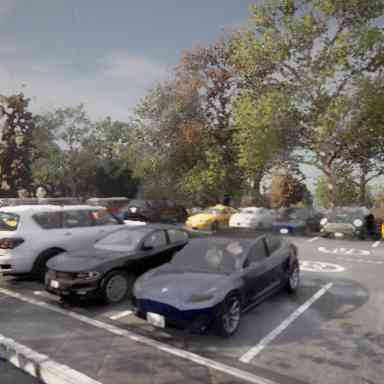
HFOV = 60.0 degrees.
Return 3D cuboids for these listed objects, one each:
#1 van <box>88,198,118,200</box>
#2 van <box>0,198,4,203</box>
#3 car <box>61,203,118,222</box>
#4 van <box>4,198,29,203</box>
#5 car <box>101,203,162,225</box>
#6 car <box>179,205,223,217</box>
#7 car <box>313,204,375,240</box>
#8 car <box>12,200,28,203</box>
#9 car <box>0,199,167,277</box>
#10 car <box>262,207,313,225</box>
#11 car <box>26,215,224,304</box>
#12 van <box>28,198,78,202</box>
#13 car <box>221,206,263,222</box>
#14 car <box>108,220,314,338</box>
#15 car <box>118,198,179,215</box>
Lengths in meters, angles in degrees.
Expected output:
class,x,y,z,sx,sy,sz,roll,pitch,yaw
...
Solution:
class,x,y,z,sx,sy,sz,roll,pitch,yaw
van,-7.159,1.530,29.504,1.878,1.987,4.442,-1,0,36
van,-20.618,1.756,39.031,1.878,1.987,4.442,-1,-1,36
car,-9.447,1.811,31.065,2.163,1.488,4.792,-1,0,36
van,-18.243,1.711,37.587,1.878,1.987,4.442,-1,-1,36
car,-4.904,1.761,27.680,2.163,1.488,4.792,-1,0,36
car,1.716,1.668,22.658,1.946,1.575,5.366,-1,0,36
car,8.457,1.485,18.010,2.185,1.767,4.553,-1,0,36
car,-16.068,1.893,35.864,2.097,1.535,5.008,-1,-1,36
car,-3.638,1.419,10.638,2.435,2.045,5.566,-1,0,36
car,6.285,1.660,19.519,2.163,1.488,4.792,-1,0,36
car,-1.408,1.649,8.983,2.097,1.535,5.008,-1,0,36
van,-13.887,1.625,34.132,1.878,1.987,4.442,-1,0,36
car,4.062,1.690,21.173,2.002,1.452,4.674,-1,0,36
car,0.815,1.659,7.319,2.163,1.488,4.792,-1,0,36
car,-2.635,1.460,26.096,2.435,2.045,5.566,-1,0,36
